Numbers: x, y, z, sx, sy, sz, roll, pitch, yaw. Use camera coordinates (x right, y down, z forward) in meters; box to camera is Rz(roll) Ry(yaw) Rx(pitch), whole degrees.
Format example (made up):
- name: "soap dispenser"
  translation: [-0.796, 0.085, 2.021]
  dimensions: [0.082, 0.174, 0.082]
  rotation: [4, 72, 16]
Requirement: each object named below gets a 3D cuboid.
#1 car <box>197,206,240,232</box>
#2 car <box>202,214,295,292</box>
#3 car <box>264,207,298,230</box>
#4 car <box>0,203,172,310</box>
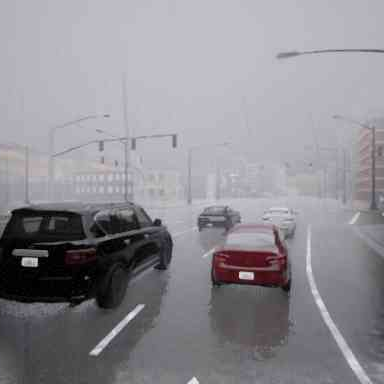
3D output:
- name: "car"
  translation: [1.760, 1.595, 20.413]
  dimensions: [2.128, 1.511, 4.902]
  rotation: [0, 0, 19]
- name: "car"
  translation: [1.735, 1.573, 9.115]
  dimensions: [1.812, 1.442, 4.674]
  rotation: [0, 0, 15]
- name: "car"
  translation: [5.278, 1.630, 19.877]
  dimensions: [1.812, 1.442, 4.674]
  rotation: [0, 0, 19]
- name: "car"
  translation: [-2.139, 1.263, 8.178]
  dimensions: [2.150, 2.045, 5.566]
  rotation: [0, 0, 12]
